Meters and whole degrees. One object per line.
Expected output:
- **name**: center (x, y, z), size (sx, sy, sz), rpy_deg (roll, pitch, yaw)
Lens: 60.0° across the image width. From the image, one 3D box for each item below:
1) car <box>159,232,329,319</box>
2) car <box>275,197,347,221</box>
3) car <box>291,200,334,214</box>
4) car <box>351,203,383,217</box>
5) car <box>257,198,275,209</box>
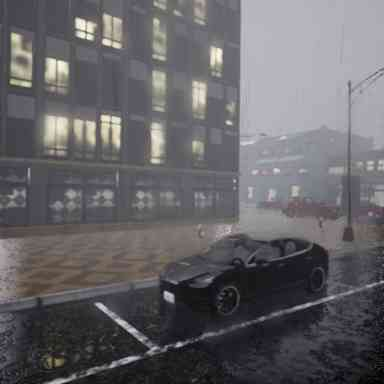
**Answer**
- **car**: center (1.349, 1.620, 7.517), size (4.313, 1.339, 1.947), rpy_deg (1, 0, -36)
- **car**: center (9.873, 1.343, 27.677), size (2.192, 1.841, 5.009), rpy_deg (2, 0, -36)
- **car**: center (13.335, 1.667, 37.105), size (1.802, 1.307, 4.206), rpy_deg (2, 0, -36)
- **car**: center (16.619, 1.699, 32.637), size (1.887, 1.381, 4.507), rpy_deg (2, 0, -36)
- **car**: center (10.054, 1.456, 41.578), size (1.967, 1.590, 4.097), rpy_deg (2, 0, -36)
